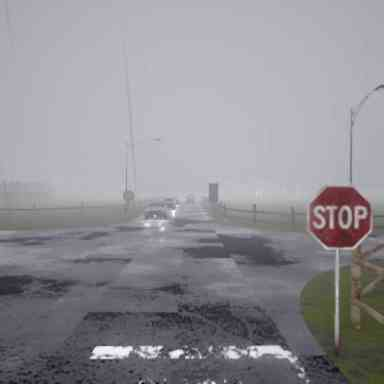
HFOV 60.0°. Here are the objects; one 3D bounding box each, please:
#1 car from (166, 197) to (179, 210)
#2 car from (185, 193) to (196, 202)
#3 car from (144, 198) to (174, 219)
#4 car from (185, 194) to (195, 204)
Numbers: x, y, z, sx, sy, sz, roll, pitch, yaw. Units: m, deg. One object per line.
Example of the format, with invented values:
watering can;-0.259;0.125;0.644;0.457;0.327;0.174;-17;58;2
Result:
car;-3.040;1.470;42.866;1.837;1.490;4.892;0;0;0
car;-0.329;1.125;71.300;2.097;1.767;4.553;0;0;0
car;-2.982;1.524;29.280;2.033;1.411;5.357;0;0;0
car;-0.280;1.496;60.912;2.033;1.411;5.357;0;0;0
